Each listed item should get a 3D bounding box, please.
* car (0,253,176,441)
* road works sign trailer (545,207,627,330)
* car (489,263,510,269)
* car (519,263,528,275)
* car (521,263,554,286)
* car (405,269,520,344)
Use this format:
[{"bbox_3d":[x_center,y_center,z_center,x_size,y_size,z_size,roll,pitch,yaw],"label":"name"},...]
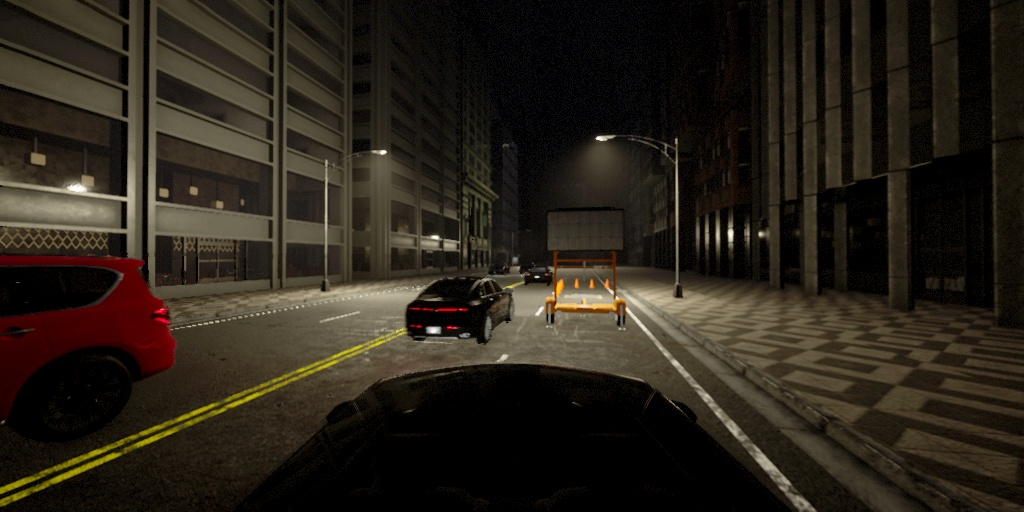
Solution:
[{"bbox_3d":[-6.083,0.989,2.694,2.150,2.045,5.566,0,0,11],"label":"car"},{"bbox_3d":[2.317,0.262,11.439,2.380,3.560,2.880,0,0,11],"label":"road works sign trailer"},{"bbox_3d":[-1.499,1.583,43.854,2.033,1.411,5.357,0,0,11],"label":"car"},{"bbox_3d":[2.117,1.590,45.463,2.033,1.411,5.357,0,0,11],"label":"car"},{"bbox_3d":[2.170,1.469,27.417,1.994,1.385,4.181,0,0,11],"label":"car"},{"bbox_3d":[-1.187,1.302,9.902,1.837,1.490,4.892,0,0,11],"label":"car"}]
